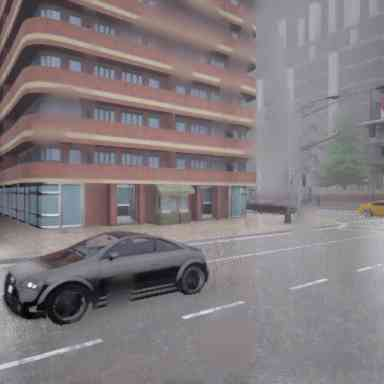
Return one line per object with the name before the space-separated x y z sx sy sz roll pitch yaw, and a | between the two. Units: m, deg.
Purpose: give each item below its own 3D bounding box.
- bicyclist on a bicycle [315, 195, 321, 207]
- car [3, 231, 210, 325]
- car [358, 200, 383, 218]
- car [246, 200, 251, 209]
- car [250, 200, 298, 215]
bicyclist on a bicycle | 17.779 1.298 46.912 1.656 1.620 0.582 0 0 -36
car | -1.643 1.564 7.147 4.181 1.385 1.994 0 0 -36
car | 16.762 1.475 28.053 1.882 1.535 5.008 0 0 -36
car | 7.297 1.599 40.940 1.895 1.301 4.718 0 0 -36
car | 8.513 1.599 33.373 1.895 1.301 4.718 0 0 -36
